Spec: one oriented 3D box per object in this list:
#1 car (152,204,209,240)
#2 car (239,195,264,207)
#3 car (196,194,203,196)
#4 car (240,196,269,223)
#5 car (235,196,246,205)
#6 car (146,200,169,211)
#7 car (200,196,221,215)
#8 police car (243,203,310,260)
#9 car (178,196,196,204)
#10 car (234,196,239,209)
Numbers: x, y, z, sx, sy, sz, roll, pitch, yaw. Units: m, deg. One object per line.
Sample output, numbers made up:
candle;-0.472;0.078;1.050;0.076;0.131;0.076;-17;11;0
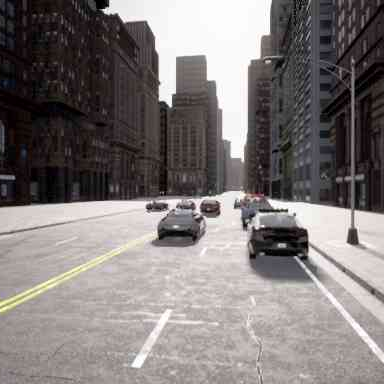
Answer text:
car;-0.443;1.563;17.190;1.994;1.385;4.181;0;0;8
car;5.302;1.230;28.417;2.150;2.045;5.566;0;0;8
car;1.687;1.201;79.690;1.837;1.490;4.892;0;0;8
car;4.457;1.353;22.416;2.097;1.767;4.553;0;0;8
car;9.253;1.543;63.488;2.128;1.511;4.902;0;0;8
car;-4.055;1.612;39.600;1.895;1.301;4.718;0;0;8
car;1.945;1.486;34.168;1.882;1.535;5.008;0;0;8
police car;3.084;1.425;12.652;1.930;1.638;5.238;0;0;8
car;-0.710;1.577;40.051;1.994;1.385;4.181;0;0;8
car;6.861;1.586;46.432;1.994;1.385;4.181;0;0;8
